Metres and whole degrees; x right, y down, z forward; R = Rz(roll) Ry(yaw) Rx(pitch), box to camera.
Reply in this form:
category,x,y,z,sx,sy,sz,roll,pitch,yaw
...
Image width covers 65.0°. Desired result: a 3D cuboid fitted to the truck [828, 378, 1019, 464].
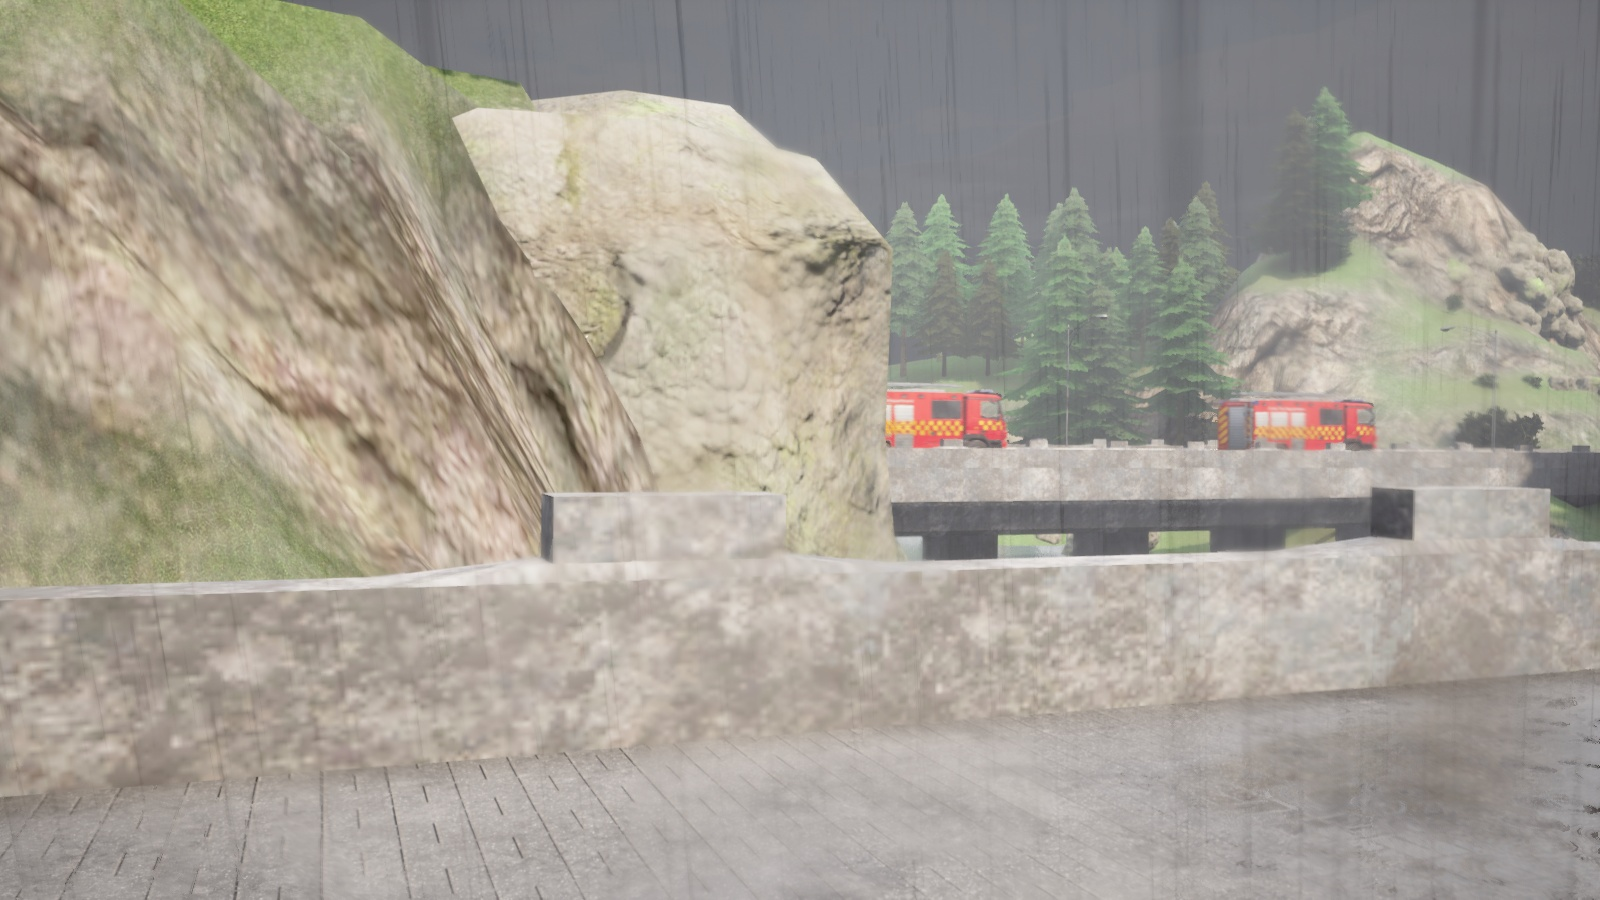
category,x,y,z,sx,sy,sz,roll,pitch,yaw
truck,5.804,-1.360,58.923,8.468,3.827,2.891,-1,1,-21

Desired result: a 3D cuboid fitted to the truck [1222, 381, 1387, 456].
category,x,y,z,sx,sy,sz,roll,pitch,yaw
truck,26.908,-1.694,66.954,8.468,3.827,2.891,-1,1,-21
